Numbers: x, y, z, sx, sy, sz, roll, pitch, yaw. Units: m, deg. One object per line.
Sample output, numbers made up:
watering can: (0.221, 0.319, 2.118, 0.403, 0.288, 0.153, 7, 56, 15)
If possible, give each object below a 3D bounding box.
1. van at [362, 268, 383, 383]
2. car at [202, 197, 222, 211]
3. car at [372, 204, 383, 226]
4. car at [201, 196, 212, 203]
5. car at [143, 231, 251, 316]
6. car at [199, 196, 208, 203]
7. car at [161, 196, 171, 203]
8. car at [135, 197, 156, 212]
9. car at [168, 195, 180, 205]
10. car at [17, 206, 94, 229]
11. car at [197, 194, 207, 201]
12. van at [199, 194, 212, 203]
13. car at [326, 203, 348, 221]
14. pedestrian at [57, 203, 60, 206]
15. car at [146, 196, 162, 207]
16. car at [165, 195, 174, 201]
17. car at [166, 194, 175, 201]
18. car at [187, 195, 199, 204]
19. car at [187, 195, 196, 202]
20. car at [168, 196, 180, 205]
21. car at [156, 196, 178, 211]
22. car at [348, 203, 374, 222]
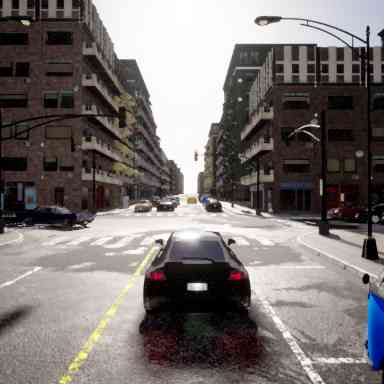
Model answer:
van: (2.670, 1.342, 2.008, 1.690, 1.788, 3.998, 1, 0, 0)
car: (2.631, 1.581, 39.955, 1.947, 1.339, 4.313, 1, 0, 0)
car: (13.502, 1.584, 19.778, 4.313, 1.339, 1.947, 0, -1, 1)
car: (2.620, 1.569, 45.598, 2.008, 1.369, 4.403, 1, 0, 0)
car: (0.087, 1.566, 7.610, 1.994, 1.385, 4.181, 0, 0, 0)
car: (2.569, 1.615, 73.810, 1.802, 1.307, 4.206, 1, 0, 0)
car: (-5.810, 1.578, 73.795, 1.887, 1.381, 4.507, 1, 0, 0)
car: (-5.748, 1.541, 39.769, 1.752, 1.417, 4.829, 1, 0, 0)
car: (-3.186, 1.498, 49.651, 1.882, 1.535, 5.008, 0, 0, 0)
car: (-8.805, 1.582, 21.595, 4.718, 1.301, 1.895, 1, 0, 16)
car: (2.553, 1.355, 85.095, 2.192, 1.841, 5.009, 1, 0, 0)
van: (2.604, 1.365, 56.882, 1.690, 1.788, 3.998, 1, 0, 0)
car: (13.591, 1.609, 28.160, 4.097, 1.590, 1.967, 0, -1, 1)
pedestrian: (-12.596, 1.598, 31.362, 0.500, 1.100, 0.500, 0, -1, 1)
car: (-5.768, 1.461, 51.225, 1.967, 1.590, 4.097, 1, 0, 0)
car: (-5.831, 1.591, 85.080, 2.008, 1.369, 4.403, 1, 0, 0)
car: (-5.839, 1.484, 90.724, 1.967, 1.590, 4.097, 1, 0, 0)
car: (-0.020, 1.506, 66.449, 1.882, 1.535, 5.008, 0, 0, 0)
car: (-0.146, 1.562, 80.485, 2.128, 1.511, 4.902, 0, 0, 0)
car: (-3.178, 1.503, 60.028, 1.882, 1.535, 5.008, 0, 0, 0)
car: (-3.173, 1.580, 40.934, 1.994, 1.385, 4.181, 0, 0, 0)
car: (15.063, 1.636, 25.552, 4.892, 1.490, 1.837, 0, -1, 0)
